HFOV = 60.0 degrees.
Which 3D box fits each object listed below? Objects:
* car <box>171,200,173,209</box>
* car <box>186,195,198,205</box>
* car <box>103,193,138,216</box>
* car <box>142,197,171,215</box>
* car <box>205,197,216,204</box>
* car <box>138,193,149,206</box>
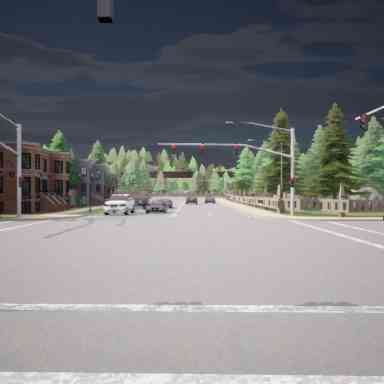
[{"bbox_3d":[-3.608,1.564,44.590,1.994,1.385,4.181,0,0,1],"label":"car"},{"bbox_3d":[-0.054,1.352,60.247,2.097,1.767,4.553,0,0,0],"label":"car"},{"bbox_3d":[-7.111,1.222,32.966,2.150,2.045,5.566,0,0,0],"label":"car"},{"bbox_3d":[-3.610,1.563,34.437,1.994,1.385,4.181,0,0,0],"label":"car"},{"bbox_3d":[3.542,1.564,65.227,1.994,1.385,4.181,0,0,0],"label":"car"},{"bbox_3d":[-7.110,1.222,45.731,2.150,2.045,5.566,0,0,0],"label":"car"}]
